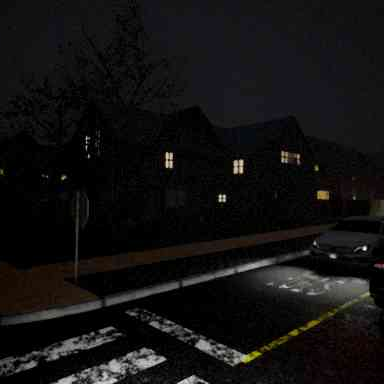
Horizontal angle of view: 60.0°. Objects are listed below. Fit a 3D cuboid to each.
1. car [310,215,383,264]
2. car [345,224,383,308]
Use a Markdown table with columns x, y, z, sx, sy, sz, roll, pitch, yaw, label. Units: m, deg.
| x | y | z | sx | sy | sz | roll | pitch | yaw | label |
| --- | --- | --- | --- | --- | --- | --- | --- | --- | --- |
| 5.715 | 1.530 | 11.000 | 4.674 | 1.442 | 1.812 | 0 | 0 | -42 | car |
| 5.306 | 1.481 | 6.787 | 4.902 | 1.511 | 2.128 | 0 | 0 | -42 | car |
